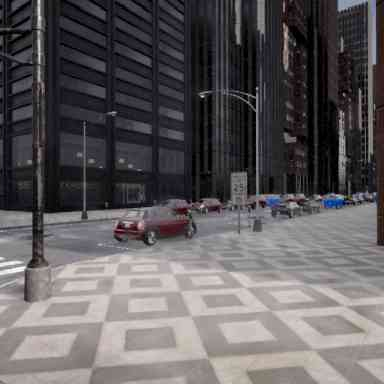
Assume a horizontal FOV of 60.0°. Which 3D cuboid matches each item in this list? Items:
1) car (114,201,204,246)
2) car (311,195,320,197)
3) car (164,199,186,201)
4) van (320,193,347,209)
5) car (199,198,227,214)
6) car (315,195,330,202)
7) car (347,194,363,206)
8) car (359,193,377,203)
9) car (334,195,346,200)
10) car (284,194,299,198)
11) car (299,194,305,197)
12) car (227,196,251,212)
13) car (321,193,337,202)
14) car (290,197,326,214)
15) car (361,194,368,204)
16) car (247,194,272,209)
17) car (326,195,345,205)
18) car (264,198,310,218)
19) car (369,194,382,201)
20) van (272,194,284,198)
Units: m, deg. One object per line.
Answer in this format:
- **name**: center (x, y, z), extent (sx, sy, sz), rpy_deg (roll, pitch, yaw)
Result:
- **car**: center (-1.510, 1.393, 15.233), extent (1.967, 1.590, 4.097), rpy_deg (0, 0, 36)
- **car**: center (24.317, 1.307, 65.731), extent (1.967, 1.590, 4.097), rpy_deg (0, 0, 36)
- **car**: center (-1.890, 1.397, 29.302), extent (1.967, 1.590, 4.097), rpy_deg (0, 0, 36)
- **van**: center (18.143, 1.218, 42.552), extent (1.690, 1.788, 3.998), rpy_deg (0, 0, 36)
- **car**: center (1.386, 1.384, 33.856), extent (1.967, 1.590, 4.097), rpy_deg (0, 0, 36)
- **car**: center (27.593, 1.408, 70.285), extent (2.008, 1.369, 4.403), rpy_deg (0, 0, 36)
- **car**: center (24.695, 1.421, 51.658), extent (1.947, 1.339, 4.313), rpy_deg (0, 0, 36)
- **car**: center (34.522, 1.372, 65.318), extent (1.887, 1.381, 4.507), rpy_deg (0, 0, 36)
- **car**: center (37.420, 1.398, 83.945), extent (1.947, 1.339, 4.313), rpy_deg (0, 0, 36)
- **car**: center (14.489, 1.211, 52.070), extent (2.192, 1.841, 5.009), rpy_deg (0, 0, 36)
- **car**: center (17.764, 1.201, 56.623), extent (2.192, 1.841, 5.009), rpy_deg (0, 0, 36)
- **car**: center (4.662, 1.482, 38.410), extent (2.008, 1.369, 4.403), rpy_deg (0, 0, 36)
- **car**: center (30.868, 1.164, 74.838), extent (2.192, 1.841, 5.009), rpy_deg (0, 0, 36)
- **car**: center (11.593, 1.466, 33.445), extent (1.947, 1.339, 4.313), rpy_deg (0, 0, 36)
- **car**: center (27.970, 1.411, 56.212), extent (1.947, 1.339, 4.313), rpy_deg (0, 0, 36)
- **car**: center (7.937, 1.234, 42.963), extent (2.192, 1.841, 5.009), rpy_deg (0, 0, 36)
- **car**: center (23.798, 1.339, 54.970), extent (1.882, 1.535, 5.008), rpy_deg (0, 0, 36)
- **car**: center (8.317, 1.464, 28.892), extent (2.008, 1.369, 4.403), rpy_deg (0, 0, 36)
- **car**: center (41.073, 1.249, 74.425), extent (1.967, 1.590, 4.097), rpy_deg (0, 0, 36)
- **van**: center (11.212, 1.248, 47.516), extent (1.690, 1.788, 3.998), rpy_deg (0, 0, 36)
